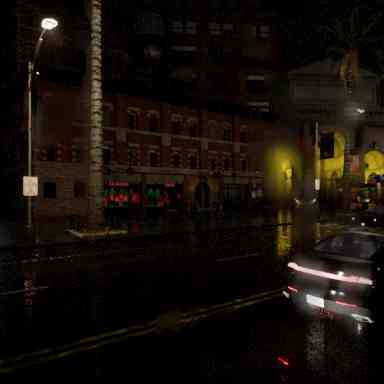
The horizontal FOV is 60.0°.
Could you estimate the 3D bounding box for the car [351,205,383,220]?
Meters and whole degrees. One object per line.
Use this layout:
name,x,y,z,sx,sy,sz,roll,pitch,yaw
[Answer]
car,12.416,1.547,21.520,5.357,1.411,2.033,0,0,-36

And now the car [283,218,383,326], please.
car,3.911,1.492,6.610,4.902,1.511,2.128,0,0,-35
